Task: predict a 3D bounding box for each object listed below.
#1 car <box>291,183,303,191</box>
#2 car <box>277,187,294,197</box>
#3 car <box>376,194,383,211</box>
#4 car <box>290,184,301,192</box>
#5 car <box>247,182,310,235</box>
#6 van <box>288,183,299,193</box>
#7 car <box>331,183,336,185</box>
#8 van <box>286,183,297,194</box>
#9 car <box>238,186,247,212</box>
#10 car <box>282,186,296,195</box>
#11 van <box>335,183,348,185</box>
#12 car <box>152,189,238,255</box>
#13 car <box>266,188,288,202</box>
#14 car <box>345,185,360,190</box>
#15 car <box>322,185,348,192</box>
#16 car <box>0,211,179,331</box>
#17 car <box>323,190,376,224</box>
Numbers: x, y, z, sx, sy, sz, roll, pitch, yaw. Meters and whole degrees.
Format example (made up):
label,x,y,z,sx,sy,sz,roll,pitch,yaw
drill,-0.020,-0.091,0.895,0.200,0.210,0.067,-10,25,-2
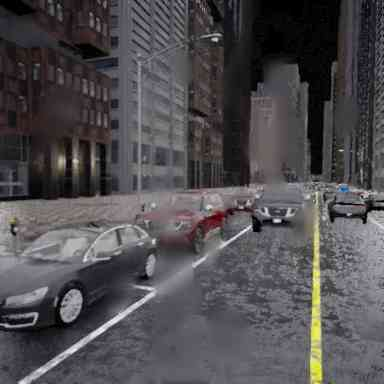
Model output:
label,x,y,z,sx,sy,sz,roll,pitch,yaw
car,23.705,-1.152,75.128,2.192,1.841,5.009,1,2,21
car,13.781,-0.064,48.748,2.008,1.369,4.403,1,2,21
car,13.824,0.787,24.648,1.947,1.339,4.313,1,2,21
car,21.720,-0.857,69.854,1.967,1.590,4.097,1,2,21
car,4.315,0.688,15.740,2.150,2.045,5.566,1,3,20
van,19.736,-0.785,64.573,1.690,1.788,3.998,1,2,21
car,31.686,-0.731,72.144,1.802,1.307,4.206,1,2,21
van,17.751,-0.614,59.296,1.690,1.788,3.998,1,2,21
car,3.858,0.552,22.354,2.192,1.841,5.009,1,2,21
car,15.706,-0.255,53.866,1.752,1.417,4.829,1,2,21
van,25.732,-0.460,56.304,1.690,1.788,3.998,1,2,21
car,-0.111,0.893,11.799,2.192,1.841,5.009,1,2,21
car,9.812,0.292,38.194,1.947,1.339,4.313,1,2,21
car,19.778,0.255,40.479,1.887,1.381,4.507,1,2,21
car,15.127,0.337,35.739,2.128,1.511,4.902,1,2,21
car,-2.097,1.300,6.530,2.008,1.369,4.403,1,2,21
car,8.910,0.869,19.249,2.128,1.511,4.902,1,2,21
